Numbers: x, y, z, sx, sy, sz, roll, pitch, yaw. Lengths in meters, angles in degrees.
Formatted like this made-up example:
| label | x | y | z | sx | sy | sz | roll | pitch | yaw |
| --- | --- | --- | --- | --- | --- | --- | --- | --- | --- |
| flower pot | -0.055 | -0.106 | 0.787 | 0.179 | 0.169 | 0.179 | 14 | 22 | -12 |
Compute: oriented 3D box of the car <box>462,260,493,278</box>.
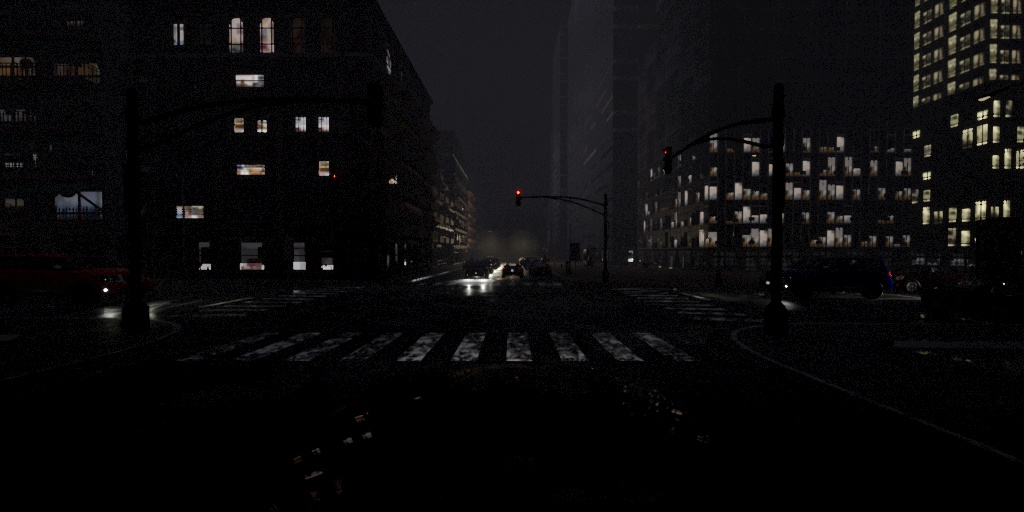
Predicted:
| label | x | y | z | sx | sy | sz | roll | pitch | yaw |
| --- | --- | --- | --- | --- | --- | --- | --- | --- | --- |
| car | -3.117 | 1.290 | 32.834 | 1.994 | 1.385 | 4.181 | 0 | 0 | 0 |

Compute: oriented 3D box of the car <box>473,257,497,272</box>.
| label | x | y | z | sx | sy | sz | roll | pitch | yaw |
| --- | --- | --- | --- | --- | --- | --- | --- | --- | --- |
| car | -3.132 | 1.220 | 41.572 | 1.837 | 1.490 | 4.892 | 0 | 0 | 0 |

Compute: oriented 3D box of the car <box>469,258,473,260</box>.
| label | x | y | z | sx | sy | sz | roll | pitch | yaw |
| --- | --- | --- | --- | --- | --- | --- | --- | --- | --- |
| car | -5.732 | 1.270 | 49.393 | 1.948 | 1.339 | 4.313 | 0 | 0 | 0 |

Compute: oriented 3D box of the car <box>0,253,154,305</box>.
| label | x | y | z | sx | sy | sz | roll | pitch | yaw |
| --- | --- | --- | --- | --- | --- | --- | --- | --- | --- |
| car | -18.852 | 0.911 | 15.359 | 5.566 | 2.045 | 2.150 | 0 | 1 | 1 |

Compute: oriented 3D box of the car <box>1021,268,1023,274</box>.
| label | x | y | z | sx | sy | sz | roll | pitch | yaw |
| --- | --- | --- | --- | --- | --- | --- | --- | --- | --- |
| car | 25.746 | 1.336 | 17.990 | 4.902 | 1.511 | 2.128 | 0 | 1 | 1 |

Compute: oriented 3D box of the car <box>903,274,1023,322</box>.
| label | x | y | z | sx | sy | sz | roll | pitch | yaw |
| --- | --- | --- | --- | --- | --- | --- | --- | --- | --- |
| car | 16.705 | 1.445 | 12.200 | 4.403 | 1.370 | 2.007 | 0 | 0 | 1 |

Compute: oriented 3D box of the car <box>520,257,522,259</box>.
| label | x | y | z | sx | sy | sz | roll | pitch | yaw |
| --- | --- | --- | --- | --- | --- | --- | --- | --- | --- |
| car | 2.610 | 1.240 | 55.079 | 1.888 | 1.381 | 4.507 | 0 | 0 | 0 |

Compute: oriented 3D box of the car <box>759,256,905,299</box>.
| label | x | y | z | sx | sy | sz | roll | pitch | yaw |
| --- | --- | --- | --- | --- | --- | --- | --- | --- | --- |
| car | 15.725 | 1.020 | 18.117 | 5.566 | 2.045 | 2.150 | 0 | 1 | 1 |

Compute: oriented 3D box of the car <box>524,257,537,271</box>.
| label | x | y | z | sx | sy | sz | roll | pitch | yaw |
| --- | --- | --- | --- | --- | --- | --- | --- | --- | --- |
| car | 2.625 | 1.159 | 38.141 | 1.967 | 1.591 | 4.097 | 0 | 0 | 0 |

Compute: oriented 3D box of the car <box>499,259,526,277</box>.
| label | x | y | z | sx | sy | sz | roll | pitch | yaw |
| --- | --- | --- | --- | --- | --- | --- | --- | --- | --- |
| car | 0.045 | 1.288 | 34.999 | 1.994 | 1.385 | 4.181 | 0 | 0 | 0 |

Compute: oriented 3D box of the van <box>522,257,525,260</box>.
| label | x | y | z | sx | sy | sz | roll | pitch | yaw |
| --- | --- | --- | --- | --- | --- | --- | --- | --- | --- |
| van | 2.616 | 1.045 | 49.433 | 1.690 | 1.789 | 3.998 | 0 | 0 | 0 |

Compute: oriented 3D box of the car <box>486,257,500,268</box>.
| label | x | y | z | sx | sy | sz | roll | pitch | yaw |
| --- | --- | --- | --- | --- | --- | --- | --- | --- | --- |
| car | -3.111 | 1.037 | 60.716 | 2.097 | 1.767 | 4.553 | 0 | 0 | 0 |

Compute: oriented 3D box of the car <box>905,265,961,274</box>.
| label | x | y | z | sx | sy | sz | roll | pitch | yaw |
| --- | --- | --- | --- | --- | --- | --- | --- | --- | --- |
| car | 23.357 | 1.230 | 20.754 | 4.097 | 1.591 | 1.967 | 0 | 0 | 1 |

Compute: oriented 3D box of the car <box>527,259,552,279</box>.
| label | x | y | z | sx | sy | sz | roll | pitch | yaw |
| --- | --- | --- | --- | --- | --- | --- | --- | --- | --- |
| car | 2.630 | 1.272 | 32.495 | 1.888 | 1.381 | 4.507 | 0 | 0 | 0 |

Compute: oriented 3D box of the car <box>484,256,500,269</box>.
| label | x | y | z | sx | sy | sz | roll | pitch | yaw |
| --- | --- | --- | --- | --- | --- | --- | --- | --- | --- |
| car | -3.127 | 1.054 | 50.808 | 2.097 | 1.767 | 4.553 | 0 | 0 | 0 |
